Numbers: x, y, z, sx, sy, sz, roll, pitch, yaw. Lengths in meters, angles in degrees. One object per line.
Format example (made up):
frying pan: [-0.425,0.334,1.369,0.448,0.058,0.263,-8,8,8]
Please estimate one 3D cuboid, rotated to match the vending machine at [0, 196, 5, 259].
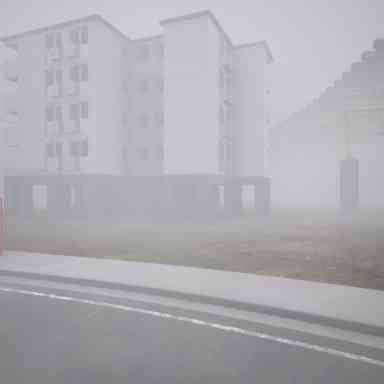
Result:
vending machine: [-6.995,1.195,10.984,0.880,2.100,1.100,0,0,21]
